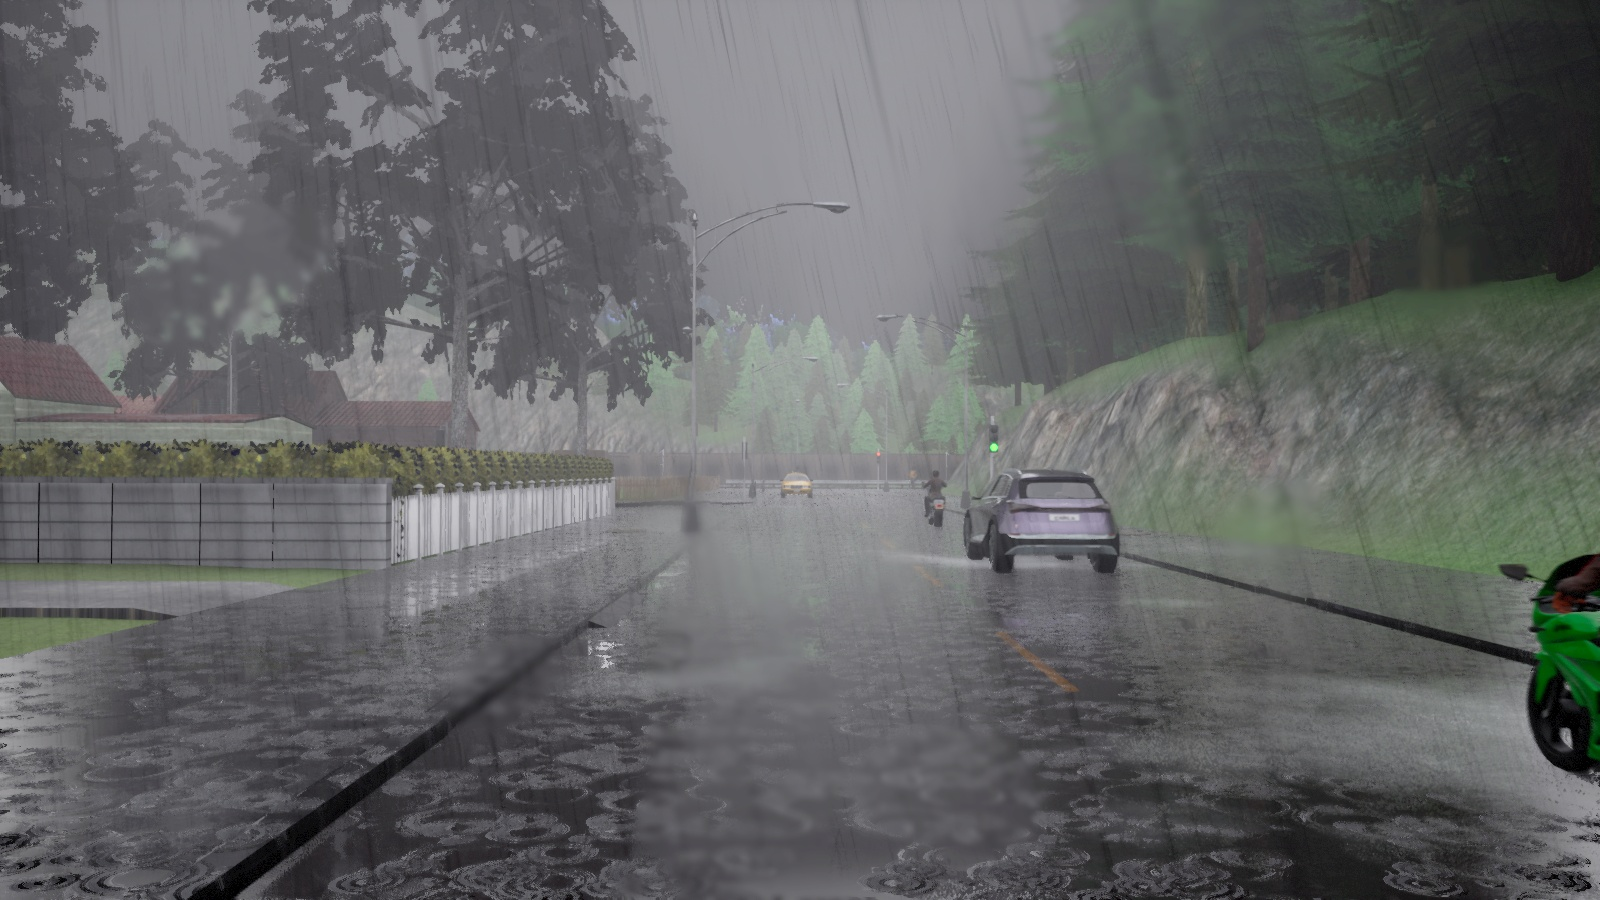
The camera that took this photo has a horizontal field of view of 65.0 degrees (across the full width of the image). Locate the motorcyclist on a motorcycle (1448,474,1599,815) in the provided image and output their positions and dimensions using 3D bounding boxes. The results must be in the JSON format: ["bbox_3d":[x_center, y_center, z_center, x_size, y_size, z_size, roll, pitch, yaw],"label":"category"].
[{"bbox_3d":[3.985,0.880,5.908,0.797,1.523,2.044,0,-1,0],"label":"motorcyclist on a motorcycle"}]

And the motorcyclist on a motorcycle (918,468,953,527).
[{"bbox_3d":[3.909,1.359,36.415,0.766,1.649,2.350,0,-1,0],"label":"motorcyclist on a motorcycle"}]

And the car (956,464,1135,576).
[{"bbox_3d":[3.947,1.082,21.067,2.033,1.649,4.856,0,-1,0],"label":"car"}]

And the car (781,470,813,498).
[{"bbox_3d":[-0.184,1.989,73.693,1.801,1.575,5.366,0,-1,0],"label":"car"}]
